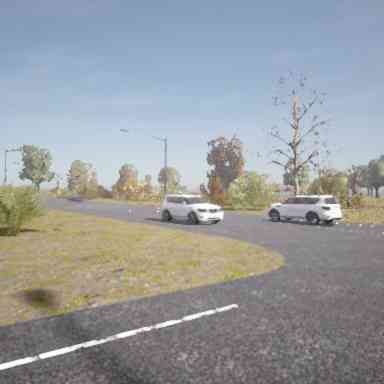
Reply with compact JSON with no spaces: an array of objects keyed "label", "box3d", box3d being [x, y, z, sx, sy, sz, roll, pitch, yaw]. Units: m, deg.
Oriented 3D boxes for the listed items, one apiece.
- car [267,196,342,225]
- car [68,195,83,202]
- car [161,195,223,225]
[{"label":"car","box3d":[8.263,1.272,24.910,2.150,2.045,5.566,0,0,-37]},{"label":"car","box3d":[-23.526,1.265,66.911,2.128,1.511,4.902,0,0,-37]},{"label":"car","box3d":[-0.174,1.222,24.463,2.150,2.045,5.566,0,0,-37]}]
